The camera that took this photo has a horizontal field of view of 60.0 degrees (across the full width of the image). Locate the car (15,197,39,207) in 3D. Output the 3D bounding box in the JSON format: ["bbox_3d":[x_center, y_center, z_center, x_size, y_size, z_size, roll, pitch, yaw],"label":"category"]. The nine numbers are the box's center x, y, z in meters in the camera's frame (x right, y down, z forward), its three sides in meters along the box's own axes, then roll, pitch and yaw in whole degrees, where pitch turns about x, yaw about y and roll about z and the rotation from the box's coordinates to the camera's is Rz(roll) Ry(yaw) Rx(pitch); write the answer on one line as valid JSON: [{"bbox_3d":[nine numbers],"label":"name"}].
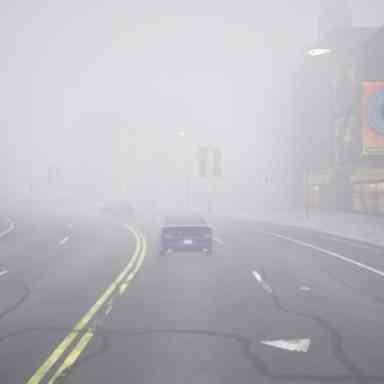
[{"bbox_3d":[-25.756,1.540,52.590,4.674,1.452,2.002,0,0,20],"label":"car"}]

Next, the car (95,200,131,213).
[{"bbox_3d":[-9.231,1.616,38.536,1.895,1.301,4.718,0,0,-45],"label":"car"}]

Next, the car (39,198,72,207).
[{"bbox_3d":[-20.452,1.614,50.419,4.718,1.301,1.895,0,0,30],"label":"car"}]

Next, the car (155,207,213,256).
[{"bbox_3d":[-0.408,1.483,13.335,1.882,1.535,5.008,0,0,-6],"label":"car"}]

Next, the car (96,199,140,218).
[{"bbox_3d":[-6.968,1.503,30.473,2.128,1.511,4.902,0,0,-34],"label":"car"}]
